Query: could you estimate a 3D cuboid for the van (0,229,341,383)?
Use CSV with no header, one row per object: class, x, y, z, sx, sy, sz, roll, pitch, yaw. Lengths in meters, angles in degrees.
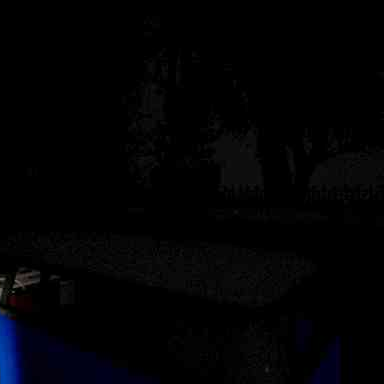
van,-0.690,1.341,3.203,3.998,1.788,1.690,0,0,35
